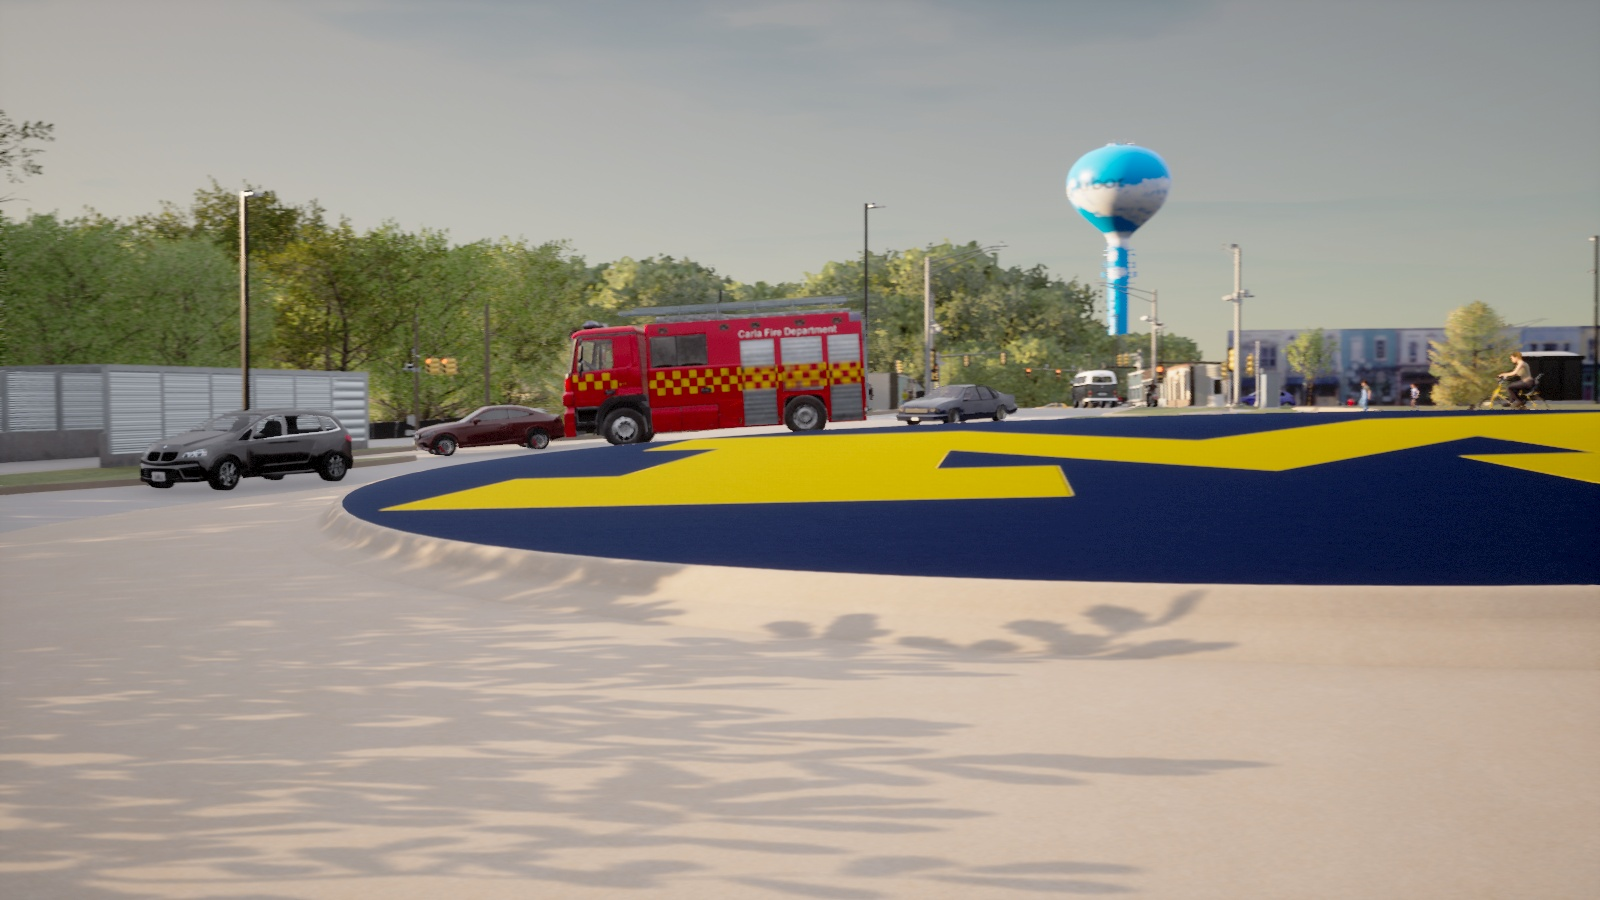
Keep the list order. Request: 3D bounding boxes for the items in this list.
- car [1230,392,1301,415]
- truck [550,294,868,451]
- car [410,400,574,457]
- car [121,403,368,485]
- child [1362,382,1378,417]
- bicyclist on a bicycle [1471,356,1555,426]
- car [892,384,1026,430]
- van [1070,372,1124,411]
[{"bbox_3d":[31.523,-3.128,85.187,4.193,1.474,1.816,1,1,8],"label":"car"},{"bbox_3d":[-2.441,-2.161,35.617,8.468,3.827,2.891,-3,3,2],"label":"truck"},{"bbox_3d":[-9.665,-0.718,39.407,4.674,1.442,1.812,-4,4,-24],"label":"car"},{"bbox_3d":[-12.157,-0.213,27.850,2.242,1.667,4.611,1,2,26],"label":"car"},{"bbox_3d":[20.869,-1.856,45.994,0.437,1.263,0.270,0,1,-7],"label":"child"},{"bbox_3d":[16.736,-1.385,29.497,0.866,1.612,1.509,-4,4,-44],"label":"bicyclist on a bicycle"},{"bbox_3d":[5.684,-1.569,44.319,2.033,1.411,5.357,3,5,42],"label":"car"},{"bbox_3d":[16.466,-3.224,69.831,2.069,2.038,4.480,0,2,2],"label":"van"}]
